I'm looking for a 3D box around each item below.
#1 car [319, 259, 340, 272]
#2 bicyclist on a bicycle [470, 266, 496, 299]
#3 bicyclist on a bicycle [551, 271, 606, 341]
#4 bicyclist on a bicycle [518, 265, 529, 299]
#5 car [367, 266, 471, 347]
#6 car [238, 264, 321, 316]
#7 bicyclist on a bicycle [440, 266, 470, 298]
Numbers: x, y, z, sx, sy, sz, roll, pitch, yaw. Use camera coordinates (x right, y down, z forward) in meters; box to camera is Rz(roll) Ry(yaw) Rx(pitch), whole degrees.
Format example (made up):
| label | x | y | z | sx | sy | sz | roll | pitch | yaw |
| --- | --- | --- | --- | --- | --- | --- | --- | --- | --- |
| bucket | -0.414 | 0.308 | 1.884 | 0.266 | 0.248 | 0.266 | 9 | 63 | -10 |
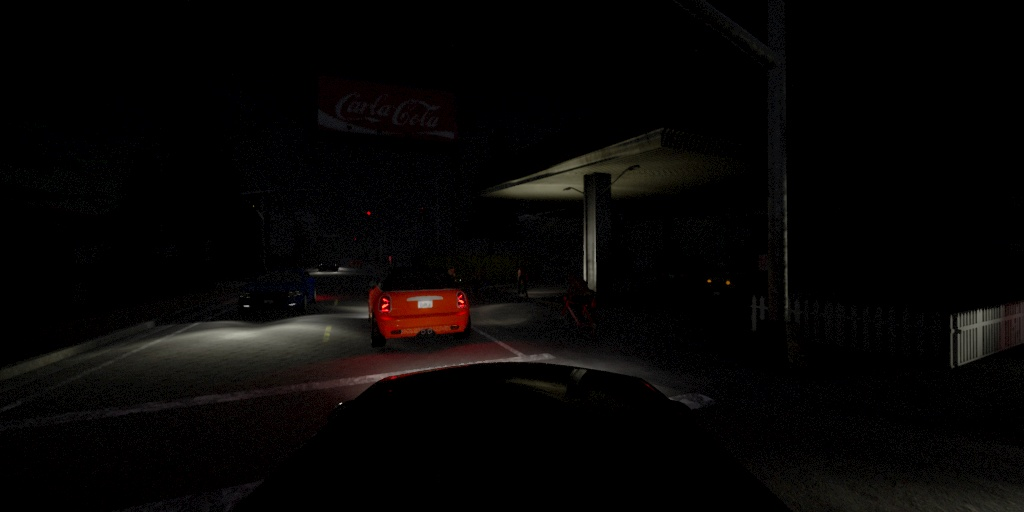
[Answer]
| label | x | y | z | sx | sy | sz | roll | pitch | yaw |
| --- | --- | --- | --- | --- | --- | --- | --- | --- | --- |
| car | -23.940 | 1.135 | 46.796 | 2.097 | 1.767 | 4.553 | 0 | 0 | -24 |
| bicyclist on a bicycle | -1.550 | 1.300 | 17.834 | 1.656 | 1.620 | 0.582 | 1 | 0 | -22 |
| bicyclist on a bicycle | 1.595 | 1.189 | 8.781 | 0.582 | 1.620 | 1.656 | 3 | -2 | -43 |
| bicyclist on a bicycle | 0.558 | 1.297 | 17.977 | 0.582 | 1.620 | 1.656 | 0 | 0 | 15 |
| car | -2.625 | 1.026 | 9.417 | 2.097 | 1.767 | 4.553 | 0 | 0 | -23 |
| car | -8.653 | 1.202 | 13.571 | 1.882 | 1.535 | 5.008 | 1 | -1 | -24 |
| bicyclist on a bicycle | -2.838 | 1.272 | 16.434 | 1.656 | 1.620 | 0.582 | 1 | 0 | 36 |
